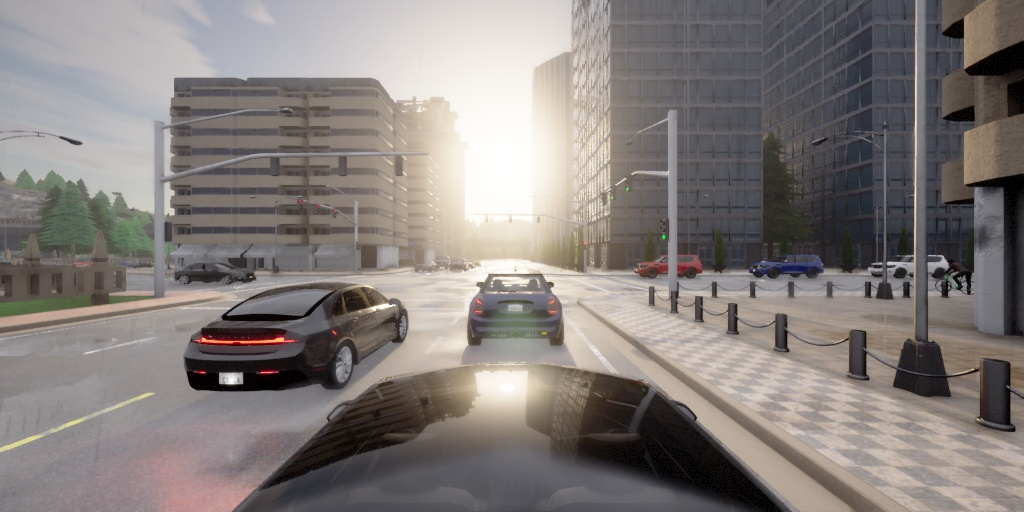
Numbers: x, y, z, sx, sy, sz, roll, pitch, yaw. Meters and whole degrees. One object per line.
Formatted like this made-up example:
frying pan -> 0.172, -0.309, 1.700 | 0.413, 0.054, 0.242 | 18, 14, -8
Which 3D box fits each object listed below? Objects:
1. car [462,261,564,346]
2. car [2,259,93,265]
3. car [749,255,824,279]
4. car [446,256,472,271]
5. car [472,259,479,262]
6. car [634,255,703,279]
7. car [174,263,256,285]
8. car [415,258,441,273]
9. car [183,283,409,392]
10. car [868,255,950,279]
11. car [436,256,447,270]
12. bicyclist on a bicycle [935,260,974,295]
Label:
car -> 0.090, 1.102, 9.591 | 2.097, 1.767, 4.553 | 0, 0, 0
car -> -32.910, 1.199, 25.560 | 4.892, 1.490, 1.837 | 0, 0, 10
car -> 24.026, 0.916, 31.455 | 5.566, 2.045, 2.150 | 0, 0, 1
car -> -7.045, 1.102, 48.185 | 2.097, 1.767, 4.553 | 0, 0, 0
car -> -7.021, 1.297, 57.656 | 2.033, 1.411, 5.357 | 0, 0, 0
car -> 13.706, 0.917, 31.524 | 5.566, 2.045, 2.150 | 0, 0, 0
car -> -20.355, 1.200, 24.674 | 4.892, 1.490, 1.837 | 0, 0, 2
car -> -10.590, 1.276, 44.602 | 1.812, 1.442, 4.674 | 0, 0, 1
car -> -3.427, 1.255, 6.819 | 1.837, 1.490, 4.892 | 0, 0, 0
car -> 34.671, 0.916, 31.384 | 5.566, 2.045, 2.150 | 0, 0, 0
car -> -10.535, 0.971, 54.308 | 2.150, 2.045, 5.566 | 0, 0, 0
bicyclist on a bicycle -> 21.018, 0.996, 16.992 | 0.582, 1.620, 1.656 | 0, 0, 0
